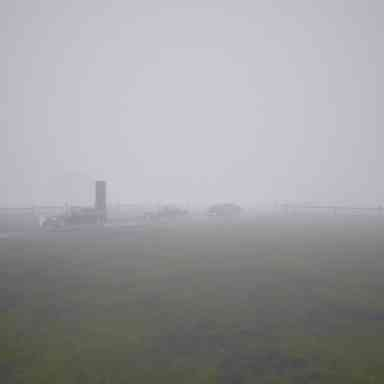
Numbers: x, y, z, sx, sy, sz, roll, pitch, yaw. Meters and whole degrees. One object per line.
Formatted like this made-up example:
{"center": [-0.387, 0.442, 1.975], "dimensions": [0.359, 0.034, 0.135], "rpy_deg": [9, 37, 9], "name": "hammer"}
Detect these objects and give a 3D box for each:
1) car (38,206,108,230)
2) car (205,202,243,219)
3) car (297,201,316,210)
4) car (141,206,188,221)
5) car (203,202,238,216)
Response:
{"center": [-8.045, 1.727, 22.889], "dimensions": [2.128, 1.511, 4.902], "rpy_deg": [-1, -1, 35], "name": "car"}
{"center": [3.555, 1.886, 34.203], "dimensions": [1.837, 1.490, 4.892], "rpy_deg": [-1, -1, 35], "name": "car"}
{"center": [19.468, 2.267, 56.749], "dimensions": [2.033, 1.411, 5.357], "rpy_deg": [-1, -1, 36], "name": "car"}
{"center": [-2.495, 1.955, 30.748], "dimensions": [1.895, 1.301, 4.718], "rpy_deg": [-1, -1, 35], "name": "car"}
{"center": [3.457, 1.960, 39.162], "dimensions": [1.882, 1.535, 5.008], "rpy_deg": [-1, -1, 35], "name": "car"}
